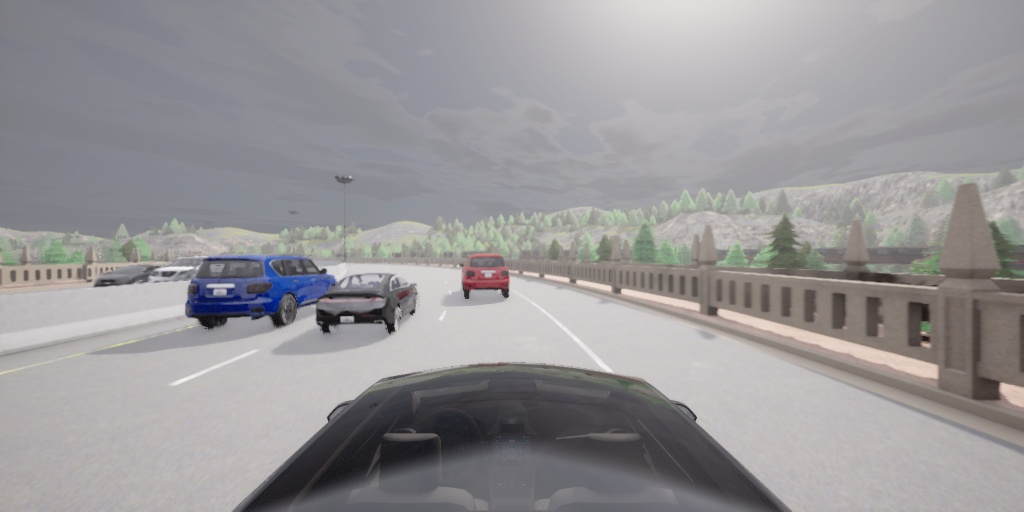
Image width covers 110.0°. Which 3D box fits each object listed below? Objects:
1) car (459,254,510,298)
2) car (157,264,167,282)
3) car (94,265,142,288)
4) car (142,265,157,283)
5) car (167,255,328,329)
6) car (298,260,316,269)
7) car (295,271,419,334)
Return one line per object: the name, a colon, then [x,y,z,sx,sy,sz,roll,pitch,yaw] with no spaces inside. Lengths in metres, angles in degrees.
car: [-1.471,0.935,18.520,2.150,2.045,5.566,0,0,-9]
car: [-16.078,1.144,19.352,2.097,1.767,4.553,0,0,-12]
car: [-24.108,1.331,23.134,1.837,1.490,4.892,0,0,-16]
car: [-20.508,1.030,23.272,2.150,2.045,5.566,0,0,-15]
car: [-7.576,0.987,11.633,2.150,2.045,5.566,0,0,-6]
car: [-32.391,1.345,56.605,1.994,1.385,4.181,0,0,-35]
car: [-4.005,1.240,10.647,2.128,1.511,4.902,0,0,-5]
